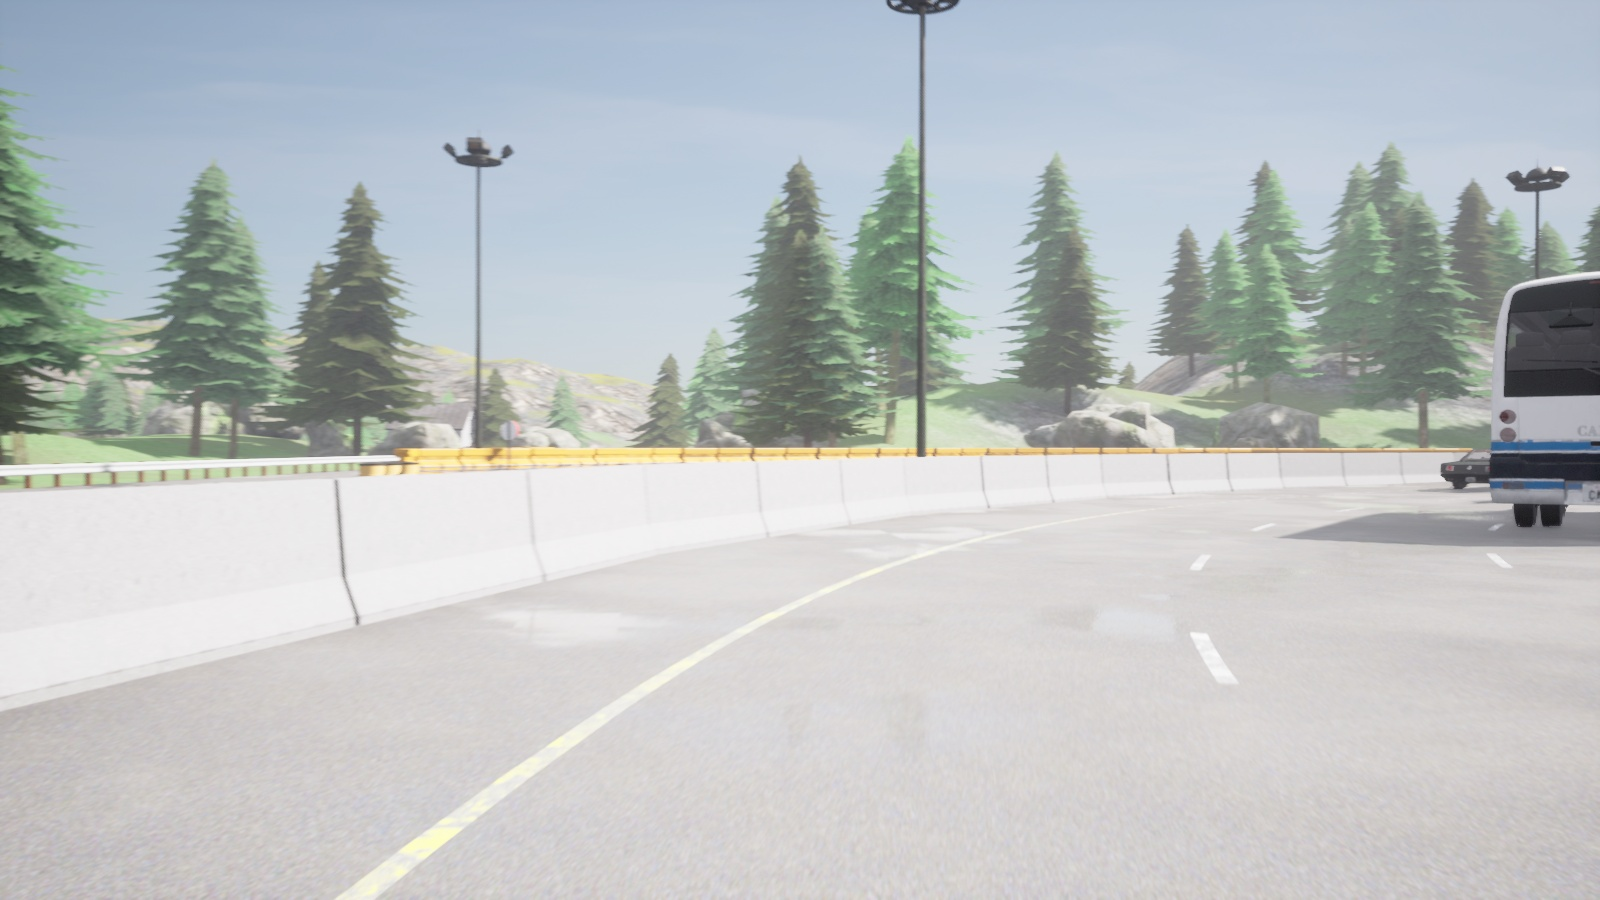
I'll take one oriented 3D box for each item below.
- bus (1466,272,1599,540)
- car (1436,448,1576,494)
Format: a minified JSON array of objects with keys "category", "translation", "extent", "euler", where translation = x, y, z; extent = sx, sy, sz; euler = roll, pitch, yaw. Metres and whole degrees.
[{"category":"bus","translation":[15.719,-0.709,24.088],"extent":[3.944,4.253,10.273],"euler":[0,0,35]},{"category":"car","translation":[22.171,0.612,39.386],"extent":[4.718,1.301,1.895],"euler":[-1,1,-34]}]
